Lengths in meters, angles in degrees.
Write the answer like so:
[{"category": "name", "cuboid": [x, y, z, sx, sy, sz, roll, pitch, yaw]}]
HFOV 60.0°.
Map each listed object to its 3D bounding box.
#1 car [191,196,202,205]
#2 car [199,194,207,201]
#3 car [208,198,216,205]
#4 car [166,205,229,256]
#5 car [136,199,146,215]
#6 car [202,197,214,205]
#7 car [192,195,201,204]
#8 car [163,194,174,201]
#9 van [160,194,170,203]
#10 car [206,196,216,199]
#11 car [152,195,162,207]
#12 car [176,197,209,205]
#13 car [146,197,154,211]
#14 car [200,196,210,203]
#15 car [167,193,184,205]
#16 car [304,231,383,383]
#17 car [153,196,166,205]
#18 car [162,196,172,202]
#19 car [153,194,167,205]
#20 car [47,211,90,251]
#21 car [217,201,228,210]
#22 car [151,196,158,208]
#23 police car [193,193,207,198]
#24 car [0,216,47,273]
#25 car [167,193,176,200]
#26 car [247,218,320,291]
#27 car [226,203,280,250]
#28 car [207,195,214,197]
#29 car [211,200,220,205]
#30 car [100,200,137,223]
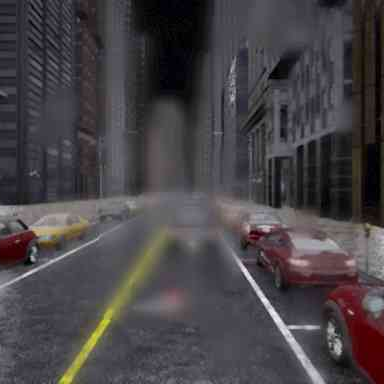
[{"category": "car", "cuboid": [0.800, 1.481, 60.740, 1.882, 1.535, 5.008, 0, 0, -2]}, {"category": "car", "cuboid": [2.790, 1.466, 87.701, 1.967, 1.590, 4.097, 0, 0, 0]}, {"category": "car", "cuboid": [2.771, 1.539, 31.297, 1.887, 1.381, 4.507, 0, 0, 0]}, {"category": "car", "cuboid": [0.048, 1.487, 13.067, 2.128, 1.511, 4.902, 0, 0, 1]}, {"category": "car", "cuboid": [-5.754, 1.519, 31.122, 1.752, 1.417, 4.829, 0, 0, 0]}, {"category": "car", "cuboid": [2.781, 1.553, 59.500, 2.008, 1.369, 4.403, 0, 0, 0]}, {"category": "car", "cuboid": [0.923, 1.462, 66.957, 1.801, 1.575, 5.366, 0, 0, 0]}, {"category": "car", "cuboid": [-5.738, 1.335, 82.059, 2.192, 1.841, 5.009, 0, 0, 0]}, {"category": "van", "cuboid": [-5.741, 1.351, 70.777, 1.690, 1.788, 3.998, 0, 0, 0]}, {"category": "car", "cuboid": [2.773, 1.520, 37.108, 1.752, 1.417, 4.829, 0, 0, 0]}, {"category": "car", "cuboid": [-5.748, 1.523, 48.044, 1.752, 1.417, 4.829, 0, 0, 0]}, {"category": "car", "cuboid": [0.053, 1.486, 28.064, 2.128, 1.511, 4.902, 0, 0, 1]}, {"category": "car", "cuboid": [-5.752, 1.561, 36.933, 1.947, 1.339, 4.313, 0, 0, 0]}, {"category": "car", "cuboid": [2.785, 1.560, 70.781, 2.008, 1.369, 4.403, 0, 0, 0]}, {"category": "car", "cuboid": [-3.036, 1.353, 58.336, 2.097, 1.767, 4.553, 0, 0, 1]}, {"category": "car", "cuboid": [2.761, 1.439, 3.095, 1.967, 1.590, 4.097, 0, 0, 0]}, {"category": "car", "cuboid": [-5.744, 1.527, 59.326, 1.752, 1.417, 4.829, 0, 0, 0]}, {"category": "car", "cuboid": [-5.739, 1.565, 76.418, 2.008, 1.369, 4.403, 0, 0, 0]}, {"category": "car", "cuboid": [-5.747, 1.314, 53.855, 2.192, 1.841, 5.009, 0, 0, 0]}, {"category": "car", "cuboid": [-5.760, 1.521, 14.200, 1.752, 1.417, 4.829, 0, 0, 0]}, {"category": "car", "cuboid": [2.767, 1.519, 20.186, 1.752, 1.417, 4.829, 0, 0, 0]}, {"category": "car", "cuboid": [-5.750, 1.521, 42.404, 1.752, 1.417, 4.829, 0, 0, 0]}, {"category": "police car", "cuboid": [0.904, 1.424, 50.879, 1.930, 1.638, 5.238, 0, 0, 0]}, {"category": "car", "cuboid": [-5.762, 1.437, 8.729, 1.967, 1.590, 4.097, 0, 0, 0]}, {"category": "car", "cuboid": [-5.734, 1.347, 93.340, 2.192, 1.841, 5.009, 0, 0, 0]}, {"category": "car", "cuboid": [2.764, 1.579, 8.735, 1.802, 1.307, 4.206, 0, 0, 0]}, {"category": "car", "cuboid": [2.765, 1.435, 14.376, 1.967, 1.590, 4.097, 0, 0, 0]}, {"category": "car", "cuboid": [2.778, 1.314, 53.859, 2.192, 1.841, 5.009, 0, 0, 0]}, {"category": "car", "cuboid": [2.769, 1.538, 25.657, 1.887, 1.381, 4.507, 0, 0, 0]}, {"category": "car", "cuboid": [-5.756, 1.560, 25.651, 1.947, 1.339, 4.313, 0, 0, 0]}]
